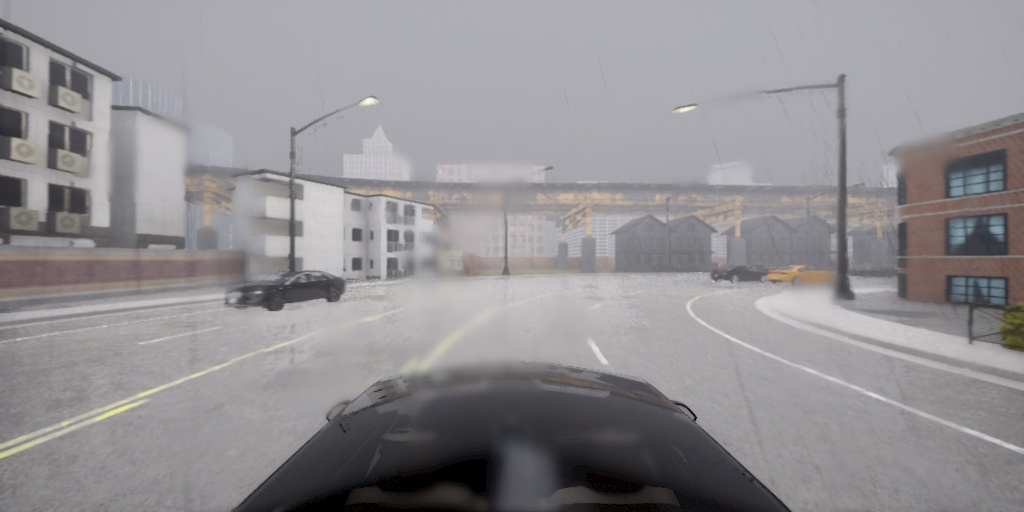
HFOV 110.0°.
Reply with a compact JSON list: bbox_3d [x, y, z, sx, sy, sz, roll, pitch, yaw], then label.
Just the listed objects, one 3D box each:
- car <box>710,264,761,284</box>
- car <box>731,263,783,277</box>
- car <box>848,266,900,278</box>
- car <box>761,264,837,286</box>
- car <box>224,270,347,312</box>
[{"bbox_3d":[19.419,1.504,30.643,5.008,1.535,1.882,0,-1,-16],"label":"car"},{"bbox_3d":[28.816,1.640,42.231,4.892,1.490,1.837,0,-1,-2],"label":"car"},{"bbox_3d":[39.089,1.711,39.015,4.718,1.301,1.895,0,-1,-1],"label":"car"},{"bbox_3d":[22.249,1.475,27.481,5.008,1.535,1.882,0,-1,-10],"label":"car"},{"bbox_3d":[-9.231,1.364,15.108,2.128,1.511,4.902,0,-1,16],"label":"car"}]
